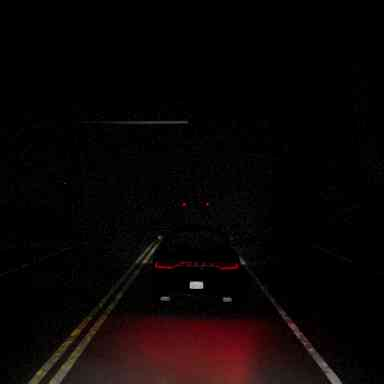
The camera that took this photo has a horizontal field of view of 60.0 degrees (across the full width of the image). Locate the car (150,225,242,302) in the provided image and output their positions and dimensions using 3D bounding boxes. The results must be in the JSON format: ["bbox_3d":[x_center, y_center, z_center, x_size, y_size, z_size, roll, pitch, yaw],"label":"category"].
[{"bbox_3d":[0.088,1.595,8.582,1.882,1.535,5.008,1,-1,0],"label":"car"}]
